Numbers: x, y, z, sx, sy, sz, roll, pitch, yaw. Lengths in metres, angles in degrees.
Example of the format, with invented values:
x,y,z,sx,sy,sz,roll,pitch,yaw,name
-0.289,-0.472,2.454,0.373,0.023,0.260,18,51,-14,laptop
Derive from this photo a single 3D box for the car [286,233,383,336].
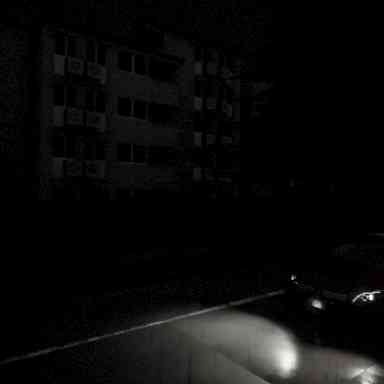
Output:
x,y,z,sx,sy,sz,roll,pitch,yaw,name
3.963,1.621,6.915,4.674,1.442,1.812,1,-1,-36,car
